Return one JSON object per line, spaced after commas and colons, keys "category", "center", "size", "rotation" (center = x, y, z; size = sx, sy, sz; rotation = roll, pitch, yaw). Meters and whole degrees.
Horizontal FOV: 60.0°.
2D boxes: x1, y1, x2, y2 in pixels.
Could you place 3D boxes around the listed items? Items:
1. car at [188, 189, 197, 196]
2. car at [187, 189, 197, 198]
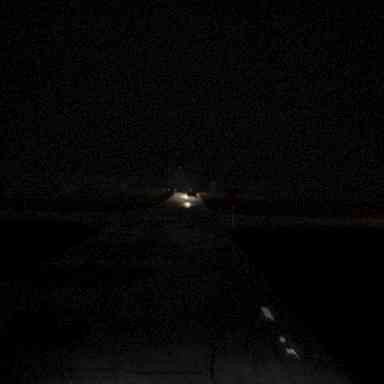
{"category": "car", "center": [0.012, 0.111, 81.676], "size": [2.128, 1.511, 4.902], "rotation": [0, 2, 0]}
{"category": "car", "center": [0.010, 0.307, 71.612], "size": [2.097, 1.767, 4.553], "rotation": [0, 2, 0]}
